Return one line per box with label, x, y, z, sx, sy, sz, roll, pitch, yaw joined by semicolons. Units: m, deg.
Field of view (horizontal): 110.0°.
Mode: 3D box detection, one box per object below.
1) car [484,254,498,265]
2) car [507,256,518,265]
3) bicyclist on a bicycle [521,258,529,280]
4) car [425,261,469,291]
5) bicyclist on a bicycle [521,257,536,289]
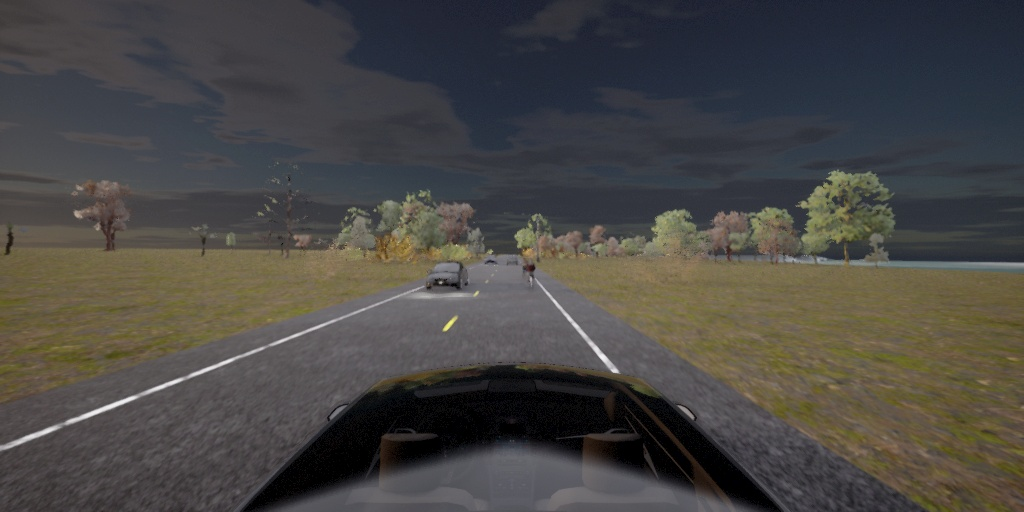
car;-3.511;0.539;59.854;2.097;1.767;4.553;0;1;1
car;0.076;0.676;59.981;2.128;1.511;4.902;0;1;1
bicyclist on a bicycle;0.973;0.953;27.515;0.582;1.620;1.656;0;0;0
car;-3.583;1.074;20.487;1.837;1.490;4.892;0;0;0
bicyclist on a bicycle;0.969;0.955;18.868;0.659;1.776;1.843;0;1;0
